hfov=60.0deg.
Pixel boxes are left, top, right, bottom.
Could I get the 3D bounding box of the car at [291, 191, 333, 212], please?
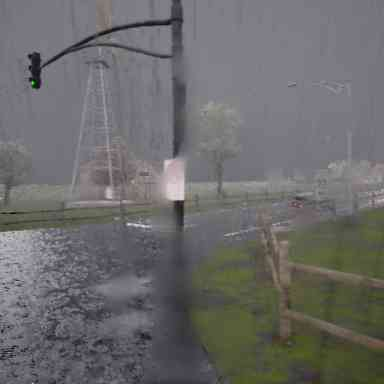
[{"bbox_3d":[9.516,0.667,26.097,1.837,1.490,4.892,1,3,43],"label":"car"}]
